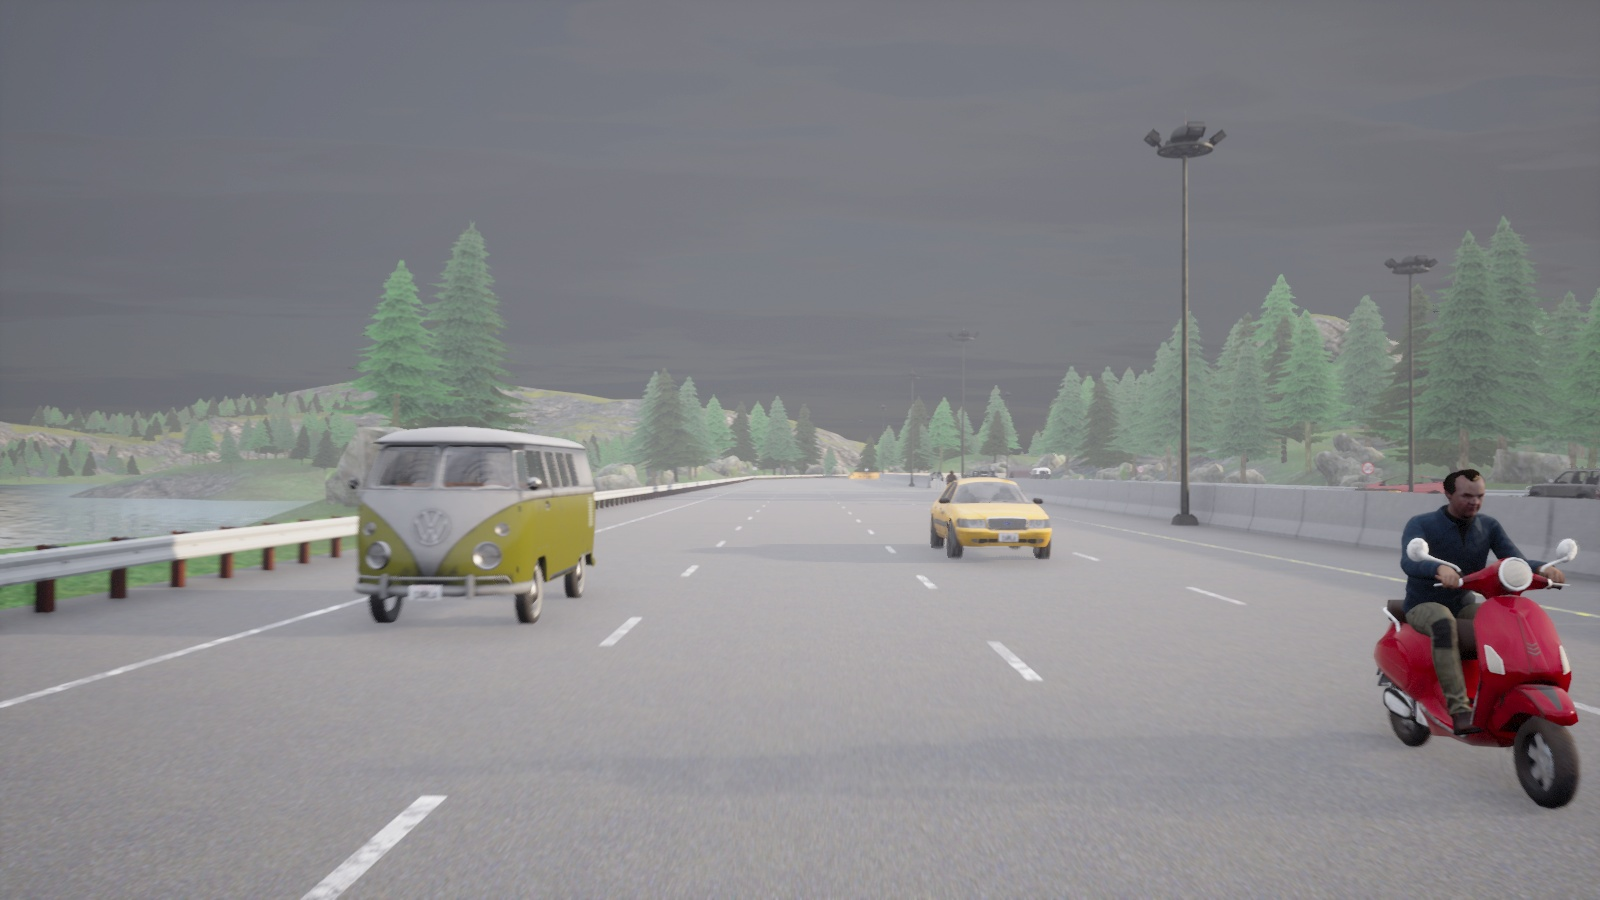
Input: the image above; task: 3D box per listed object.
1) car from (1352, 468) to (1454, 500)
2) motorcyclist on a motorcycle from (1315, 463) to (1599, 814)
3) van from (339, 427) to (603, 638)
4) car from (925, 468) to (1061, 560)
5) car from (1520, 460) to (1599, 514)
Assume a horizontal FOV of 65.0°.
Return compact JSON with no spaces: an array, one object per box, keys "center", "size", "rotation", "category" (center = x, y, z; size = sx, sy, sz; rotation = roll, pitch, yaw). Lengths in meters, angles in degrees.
[{"center":[30.345,1.714,63.217],"size":[4.514,1.525,2.007],"rotation":[-1,-1,28],"category":"car"},{"center":[3.521,0.867,6.607],"size":[0.866,1.590,1.817],"rotation":[0,-1,0],"category":"motorcyclist on a motorcycle"},{"center":[-3.455,0.813,14.075],"size":[1.775,1.987,4.442],"rotation":[0,-1,0],"category":"van"},{"center":[3.579,1.146,24.227],"size":[1.801,1.575,5.366],"rotation":[0,-1,0],"category":"car"},{"center":[28.149,1.294,45.115],"size":[1.932,1.855,4.605],"rotation":[0,-1,0],"category":"car"}]
